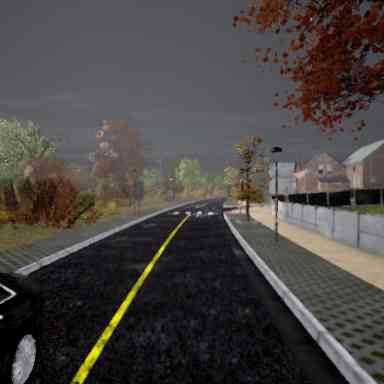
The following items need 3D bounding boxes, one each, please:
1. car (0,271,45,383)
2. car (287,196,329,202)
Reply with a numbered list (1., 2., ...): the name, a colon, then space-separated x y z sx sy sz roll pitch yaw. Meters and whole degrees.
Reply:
1. car: -2.811 1.501 2.388 1.837 1.490 4.892 0 0 1
2. car: 13.431 0.762 37.359 5.357 1.411 2.033 -3 0 9
